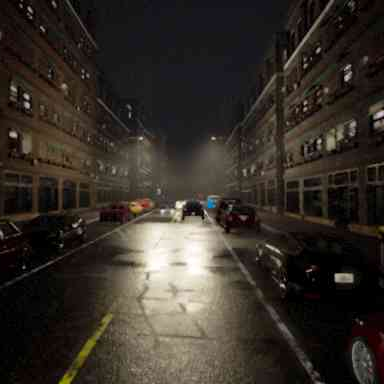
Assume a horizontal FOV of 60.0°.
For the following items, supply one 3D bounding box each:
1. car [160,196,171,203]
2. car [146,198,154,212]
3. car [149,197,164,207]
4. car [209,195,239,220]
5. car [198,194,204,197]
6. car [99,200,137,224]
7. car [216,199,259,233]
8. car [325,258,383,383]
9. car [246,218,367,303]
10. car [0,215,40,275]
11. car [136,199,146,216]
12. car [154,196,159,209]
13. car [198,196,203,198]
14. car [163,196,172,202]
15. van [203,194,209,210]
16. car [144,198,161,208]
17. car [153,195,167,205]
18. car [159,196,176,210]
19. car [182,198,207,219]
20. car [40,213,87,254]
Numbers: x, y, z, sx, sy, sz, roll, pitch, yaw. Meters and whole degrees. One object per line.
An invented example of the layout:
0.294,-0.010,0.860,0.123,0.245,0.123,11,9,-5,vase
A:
-5.641,1.553,70.465,2.008,1.369,4.403,1,0,0,car
-5.641,1.541,36.358,1.887,1.381,4.507,1,0,0,car
-5.641,1.524,53.241,1.752,1.417,4.829,1,0,0,car
2.709,1.312,25.047,2.192,1.841,5.009,1,0,0,car
2.711,1.324,87.580,2.192,1.841,5.009,1,0,0,car
-5.642,1.541,24.988,1.887,1.381,4.507,1,0,0,car
2.706,1.437,19.364,1.967,1.590,4.097,1,0,0,car
2.704,1.582,2.309,1.802,1.307,4.206,1,0,0,car
2.704,1.565,7.994,1.947,1.339,4.313,1,0,0,car
-5.641,1.439,7.934,1.967,1.590,4.097,1,0,0,car
-5.642,1.522,30.502,1.752,1.417,4.829,1,0,0,car
-5.641,1.522,41.872,1.752,1.417,4.829,1,0,0,car
0.102,1.598,45.954,1.895,1.301,4.718,0,0,0,car
-5.641,1.586,76.151,1.802,1.307,4.206,1,0,0,car
2.708,1.338,42.102,1.690,1.788,3.998,1,0,0,van
-5.642,1.563,47.727,1.947,1.339,4.313,1,0,0,car
-5.639,1.440,59.097,1.967,1.590,4.097,1,0,0,car
-3.085,1.544,43.829,2.033,1.411,5.357,0,0,0,car
0.099,1.521,28.824,1.812,1.442,4.674,0,0,0,car
-5.643,1.564,13.619,1.947,1.339,4.313,1,0,0,car
